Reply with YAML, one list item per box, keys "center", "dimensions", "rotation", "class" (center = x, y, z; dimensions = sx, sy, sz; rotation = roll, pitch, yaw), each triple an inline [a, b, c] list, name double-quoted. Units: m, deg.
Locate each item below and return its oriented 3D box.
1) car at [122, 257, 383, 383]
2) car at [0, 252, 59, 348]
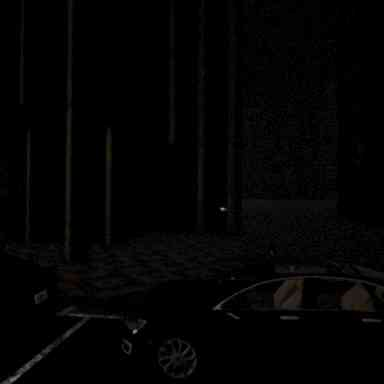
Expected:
- center: [1.254, 1.609, 4.537]
  dimensions: [4.403, 1.369, 2.008]
  rotation: [0, 0, 8]
  class: "car"
- center: [-4.335, 1.611, 5.301]
  dimensions: [4.313, 1.339, 1.947]
  rotation: [0, 0, 8]
  class: "car"
